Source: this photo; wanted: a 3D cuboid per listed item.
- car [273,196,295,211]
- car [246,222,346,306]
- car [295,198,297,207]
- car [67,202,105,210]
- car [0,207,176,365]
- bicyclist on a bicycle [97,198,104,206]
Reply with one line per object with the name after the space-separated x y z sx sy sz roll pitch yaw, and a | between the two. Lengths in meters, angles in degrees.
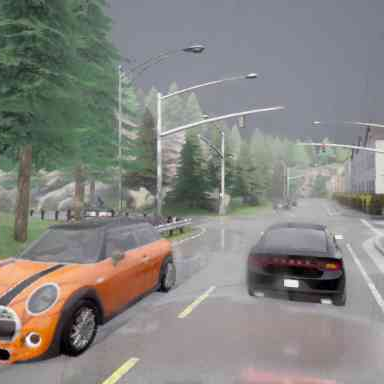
11.286 1.491 41.549 2.128 1.511 4.902 0 0 21 | car
2.648 1.478 8.243 1.882 1.535 5.008 0 0 21 | car
15.100 1.352 51.587 2.097 1.767 4.553 0 0 21 | car
-8.744 1.579 28.671 4.181 1.385 1.994 0 0 20 | car
-2.005 1.352 6.248 2.097 1.767 4.553 0 0 20 | car
-10.098 1.417 36.692 0.582 1.620 1.656 -2 5 20 | bicyclist on a bicycle
